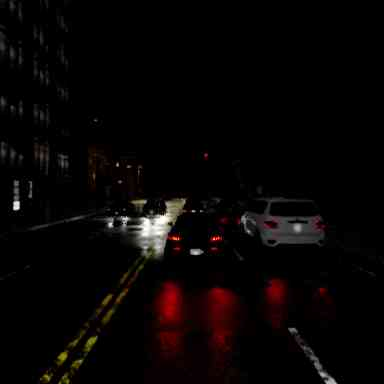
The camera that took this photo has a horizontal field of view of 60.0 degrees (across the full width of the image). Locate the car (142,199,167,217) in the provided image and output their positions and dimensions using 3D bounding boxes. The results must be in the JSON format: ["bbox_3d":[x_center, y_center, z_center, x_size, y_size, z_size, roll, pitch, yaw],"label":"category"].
[{"bbox_3d":[-3.313,1.390,29.906,2.128,1.511,4.902,0,0,0],"label":"car"}]

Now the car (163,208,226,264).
[{"bbox_3d":[0.102,1.485,11.561,1.812,1.442,4.674,0,0,0],"label":"car"}]

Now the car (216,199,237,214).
[{"bbox_3d":[3.355,1.371,31.217,1.882,1.535,5.008,0,0,0],"label":"car"}]

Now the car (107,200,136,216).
[{"bbox_3d":[-6.550,1.439,31.558,2.033,1.411,5.357,0,0,0],"label":"car"}]

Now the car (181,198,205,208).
[{"bbox_3d":[0.105,1.454,27.004,2.033,1.411,5.357,0,0,0],"label":"car"}]

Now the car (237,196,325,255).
[{"bbox_3d":[3.352,1.177,13.232,2.150,2.045,5.566,0,0,0],"label":"car"}]

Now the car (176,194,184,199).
[{"bbox_3d":[-3.371,1.228,95.051,1.994,1.385,4.181,0,0,0],"label":"car"}]
